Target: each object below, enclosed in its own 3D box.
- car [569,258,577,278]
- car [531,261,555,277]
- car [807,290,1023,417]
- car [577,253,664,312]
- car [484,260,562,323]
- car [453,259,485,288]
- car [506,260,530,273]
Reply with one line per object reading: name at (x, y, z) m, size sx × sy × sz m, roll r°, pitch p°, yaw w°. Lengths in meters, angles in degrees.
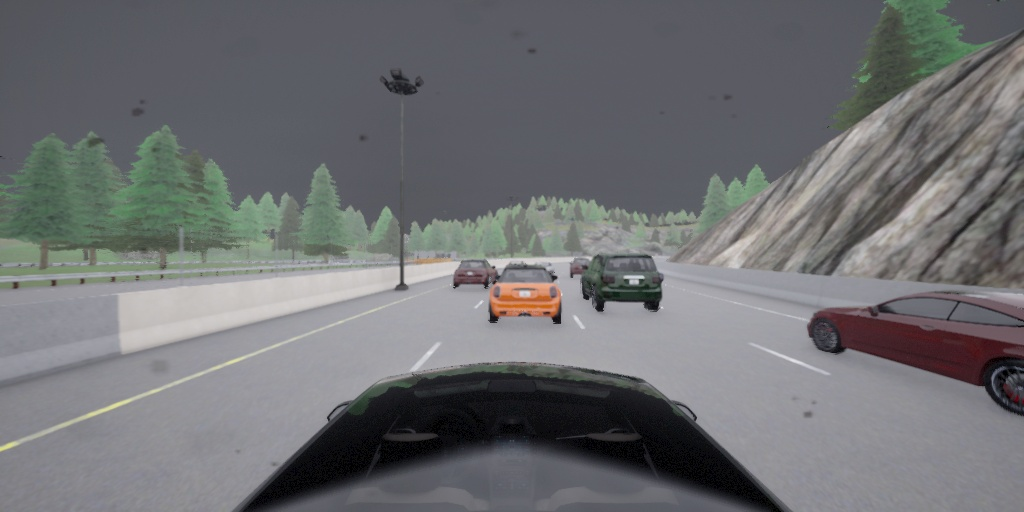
car at (6.252, 0.952, 32.230) m, size 2.097 × 1.767 × 4.553 m, roll 0°, pitch 0°, yaw 9°
car at (3.065, 1.185, 34.456) m, size 1.895 × 1.301 × 4.718 m, roll 0°, pitch 0°, yaw 10°
car at (7.199, 1.264, 5.708) m, size 1.812 × 1.442 × 4.674 m, roll 0°, pitch 0°, yaw 1°
car at (4.088, 0.912, 14.169) m, size 2.150 × 2.045 × 5.566 m, roll 0°, pitch 0°, yaw 4°
car at (0.475, 1.049, 12.005) m, size 2.097 × 1.767 × 4.553 m, roll 0°, pitch 0°, yaw 3°
car at (-2.158, 0.992, 22.436) m, size 2.097 × 1.767 × 4.553 m, roll 0°, pitch 0°, yaw 6°
car at (0.715, 1.150, 40.753) m, size 1.895 × 1.301 × 4.718 m, roll 0°, pitch 0°, yaw 12°
